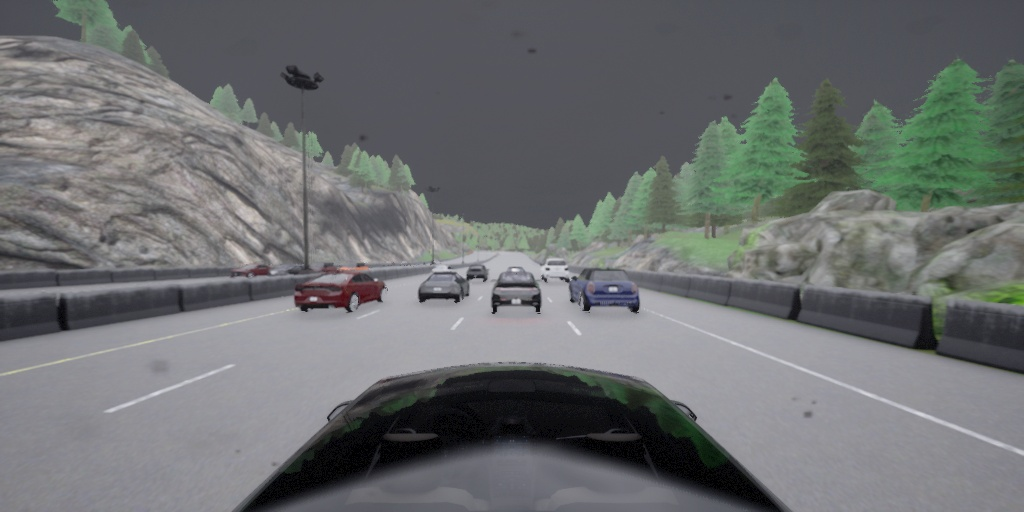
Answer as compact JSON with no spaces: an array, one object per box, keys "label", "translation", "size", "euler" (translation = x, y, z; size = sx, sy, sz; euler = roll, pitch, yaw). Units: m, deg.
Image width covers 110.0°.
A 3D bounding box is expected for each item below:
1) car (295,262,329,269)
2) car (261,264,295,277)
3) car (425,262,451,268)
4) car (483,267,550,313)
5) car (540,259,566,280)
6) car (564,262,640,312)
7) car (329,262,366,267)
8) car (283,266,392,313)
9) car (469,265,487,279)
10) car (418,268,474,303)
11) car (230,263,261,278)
[{"label":"car","translation":[-20.819,1.454,38.798],"size":[2.097,1.767,4.553],"euler":[0,-1,1]},{"label":"car","translation":[-24.317,1.590,39.034],"size":[2.128,1.511,4.902],"euler":[0,-1,1]},{"label":"car","translation":[-6.666,1.606,34.502],"size":[1.812,1.442,4.674],"euler":[0,-1,1]},{"label":"car","translation":[0.173,1.377,14.660],"size":[2.128,1.511,4.902],"euler":[0,-1,1]},{"label":"car","translation":[3.820,1.299,32.650],"size":[2.150,2.045,5.566],"euler":[0,-1,1]},{"label":"car","translation":[3.677,1.247,15.077],"size":[2.097,1.767,4.553],"euler":[0,-1,1]},{"label":"car","translation":[-17.320,1.460,38.821],"size":[2.097,1.767,4.553],"euler":[0,-1,1]},{"label":"car","translation":[-6.825,1.354,14.853],"size":[1.882,1.535,5.008],"euler":[0,0,1]},{"label":"car","translation":[-3.174,1.581,33.629],"size":[1.837,1.490,4.892],"euler":[0,-1,1]},{"label":"car","translation":[-3.295,1.478,17.990],"size":[1.994,1.385,4.181],"euler":[0,-1,1]},{"label":"car","translation":[-27.819,1.567,38.626],"size":[1.882,1.535,5.008],"euler":[0,-1,1]}]
